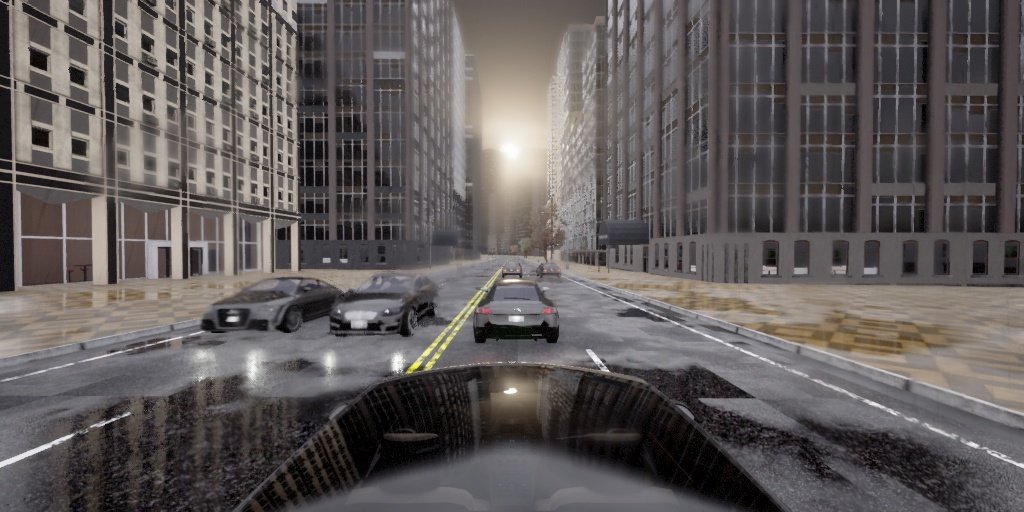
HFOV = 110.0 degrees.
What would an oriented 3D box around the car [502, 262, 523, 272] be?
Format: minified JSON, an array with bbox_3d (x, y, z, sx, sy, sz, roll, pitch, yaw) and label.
[{"bbox_3d":[0.065,1.280,33.642,2.033,1.411,5.357,0,0,2],"label":"car"}]

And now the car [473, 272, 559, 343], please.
[{"bbox_3d":[0.096,1.312,9.673,1.994,1.385,4.181,0,0,0],"label":"car"}]

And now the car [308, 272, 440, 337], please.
[{"bbox_3d":[-3.355,1.239,10.318,2.128,1.511,4.902,0,0,0],"label":"car"}]

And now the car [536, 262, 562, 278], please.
[{"bbox_3d":[3.356,1.280,33.291,2.033,1.411,5.357,0,0,-2],"label":"car"}]

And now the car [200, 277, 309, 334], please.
[{"bbox_3d":[-6.605,1.311,10.490,1.994,1.385,4.181,0,0,0],"label":"car"}]
